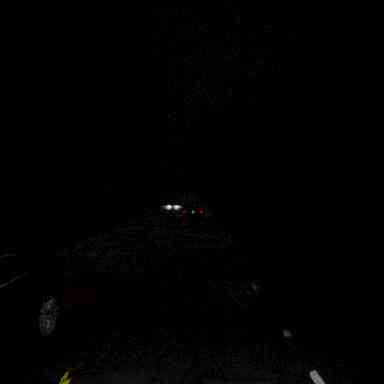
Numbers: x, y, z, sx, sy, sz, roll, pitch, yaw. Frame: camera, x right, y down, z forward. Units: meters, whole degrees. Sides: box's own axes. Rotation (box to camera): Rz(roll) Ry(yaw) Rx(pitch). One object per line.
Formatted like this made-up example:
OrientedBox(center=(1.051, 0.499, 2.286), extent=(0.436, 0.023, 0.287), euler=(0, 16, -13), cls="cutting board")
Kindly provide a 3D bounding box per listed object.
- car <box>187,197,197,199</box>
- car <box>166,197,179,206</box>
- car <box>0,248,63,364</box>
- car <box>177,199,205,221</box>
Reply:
OrientedBox(center=(0.042, 1.454, 44.597), extent=(1.882, 1.535, 5.008), euler=(0, -1, 0), cls="car")
OrientedBox(center=(-3.068, 1.546, 54.302), extent=(1.994, 1.385, 4.181), euler=(0, 0, 0), cls="car")
OrientedBox(center=(-3.104, 1.487, 3.735), extent=(2.128, 1.511, 4.902), euler=(0, 0, 0), cls="car")
OrientedBox(center=(0.086, 1.525, 27.253), extent=(2.033, 1.411, 5.357), euler=(0, 0, 0), cls="car")
